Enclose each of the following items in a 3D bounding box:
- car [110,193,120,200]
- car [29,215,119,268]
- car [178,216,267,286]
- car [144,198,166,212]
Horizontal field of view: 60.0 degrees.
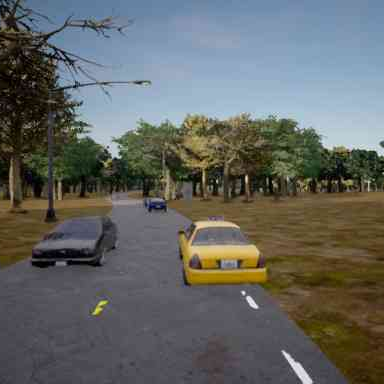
[{"bbox_3d":[-18.937,0.985,81.755,2.097,1.767,4.553,0,1,-17],"label":"car"},{"bbox_3d":[-3.718,1.537,11.577,2.033,1.411,5.357,0,0,-5],"label":"car"},{"bbox_3d":[0.586,1.446,9.374,1.801,1.575,5.366,0,0,-4],"label":"car"},{"bbox_3d":[-4.051,1.394,37.876,1.882,1.535,5.008,0,0,-11],"label":"car"}]
